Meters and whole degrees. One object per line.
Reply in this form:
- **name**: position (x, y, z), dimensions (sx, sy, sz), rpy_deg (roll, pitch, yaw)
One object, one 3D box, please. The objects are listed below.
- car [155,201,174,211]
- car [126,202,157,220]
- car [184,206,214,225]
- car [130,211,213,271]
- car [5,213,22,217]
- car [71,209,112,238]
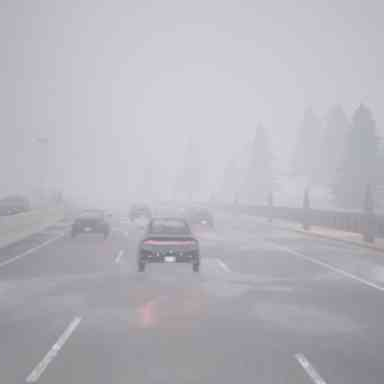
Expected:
- **car**: position (-3.577, 1.763, 37.593), dimensions (2.097, 1.767, 4.553), rpy_deg (1, -1, -21)
- **car**: position (-4.790, 1.801, 30.165), dimensions (1.837, 1.490, 4.892), rpy_deg (1, -1, -16)
- **car**: position (0.243, 1.828, 25.040), dimensions (1.837, 1.490, 4.892), rpy_deg (1, 0, -14)
- **car**: position (-0.847, 1.621, 11.339), dimensions (2.128, 1.511, 4.902), rpy_deg (1, -1, -6)
- **car**: position (-15.901, 1.316, 29.964), dimensions (2.150, 2.045, 5.566), rpy_deg (1, -1, -19)
- **car**: position (-5.503, 1.663, 18.527), dimensions (1.812, 1.442, 4.674), rpy_deg (1, -1, -10)
